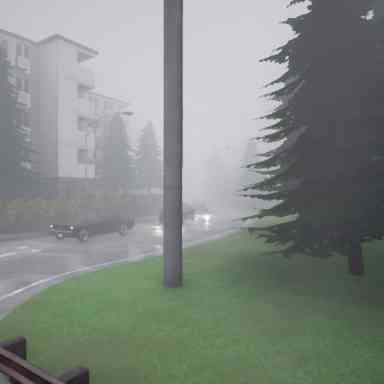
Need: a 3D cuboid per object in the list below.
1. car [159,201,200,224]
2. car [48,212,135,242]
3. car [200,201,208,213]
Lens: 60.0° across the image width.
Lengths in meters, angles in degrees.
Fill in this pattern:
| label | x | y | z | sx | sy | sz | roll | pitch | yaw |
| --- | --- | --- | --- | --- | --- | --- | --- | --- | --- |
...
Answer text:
| label | x | y | z | sx | sy | sz | roll | pitch | yaw |
| --- | --- | --- | --- | --- | --- | --- | --- | --- | --- |
| car | -1.117 | 1.644 | 27.195 | 1.882 | 1.535 | 5.008 | 0 | 0 | 16 |
| car | -5.228 | 1.768 | 17.839 | 1.895 | 1.301 | 4.718 | 0 | 0 | 29 |
| car | 0.920 | 1.764 | 39.044 | 1.895 | 1.301 | 4.718 | 0 | 0 | 0 |
